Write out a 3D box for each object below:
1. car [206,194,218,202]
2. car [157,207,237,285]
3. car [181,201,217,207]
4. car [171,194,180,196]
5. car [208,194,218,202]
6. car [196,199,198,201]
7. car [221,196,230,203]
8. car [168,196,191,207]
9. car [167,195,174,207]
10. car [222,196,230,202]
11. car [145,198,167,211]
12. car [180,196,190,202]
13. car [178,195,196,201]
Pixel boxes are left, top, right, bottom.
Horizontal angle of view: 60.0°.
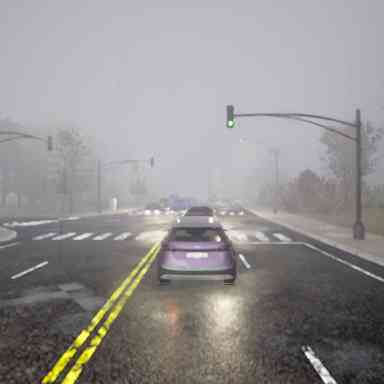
[{"bbox_3d":[4.323,1.821,75.287,1.994,1.385,4.181,0,0,6],"label":"car"},{"bbox_3d":[0.121,1.484,9.702,2.033,1.649,4.856,0,0,0],"label":"car"},{"bbox_3d":[0.533,1.583,21.532,1.882,1.535,5.008,0,0,2],"label":"car"},{"bbox_3d":[-3.327,1.476,64.607,2.150,2.045,5.566,0,0,5],"label":"car"},{"bbox_3d":[5.498,1.499,85.220,2.150,2.045,5.566,0,0,7],"label":"car"},{"bbox_3d":[0.019,1.731,65.389,1.882,1.535,5.008,0,0,6],"label":"car"},{"bbox_3d":[7.515,1.858,74.570,1.895,1.301,4.718,0,0,6],"label":"car"},{"bbox_3d":[-1.681,1.674,45.466,1.882,1.535,5.008,0,0,4],"label":"car"},{"bbox_3d":[-4.325,1.703,53.662,1.882,1.535,5.008,0,0,5],"label":"car"},{"bbox_3d":[8.719,1.770,84.793,1.837,1.490,4.892,0,0,7],"label":"car"},{"bbox_3d":[-4.971,1.760,44.791,1.994,1.385,4.181,0,0,5],"label":"car"},{"bbox_3d":[-1.664,1.571,80.162,1.994,1.385,4.181,0,0,7],"label":"car"},{"bbox_3d":[-0.962,1.704,54.929,1.882,1.535,5.008,0,0,5],"label":"car"}]
